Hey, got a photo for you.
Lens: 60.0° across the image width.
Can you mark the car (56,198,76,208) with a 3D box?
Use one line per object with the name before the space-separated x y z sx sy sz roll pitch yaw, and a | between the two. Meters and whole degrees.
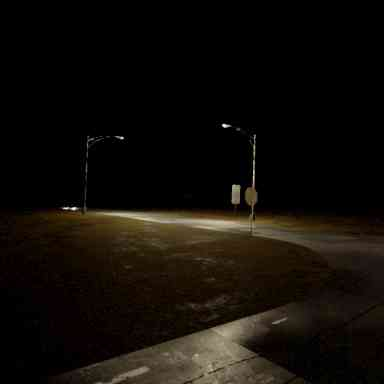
car | -18.892 1.602 49.827 1.994 1.385 4.181 3 -2 -36
